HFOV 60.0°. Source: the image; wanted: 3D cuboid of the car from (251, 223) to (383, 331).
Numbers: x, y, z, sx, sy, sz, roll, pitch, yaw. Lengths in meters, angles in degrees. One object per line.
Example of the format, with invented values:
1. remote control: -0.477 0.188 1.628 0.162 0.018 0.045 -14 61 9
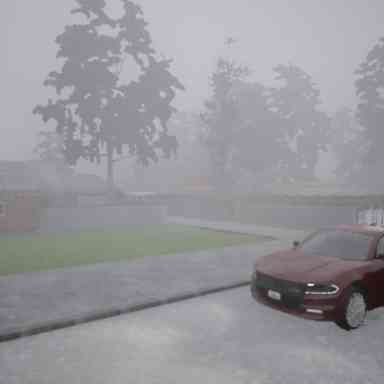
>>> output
1. car: 3.416 1.464 7.034 5.008 1.535 1.882 0 0 -35
